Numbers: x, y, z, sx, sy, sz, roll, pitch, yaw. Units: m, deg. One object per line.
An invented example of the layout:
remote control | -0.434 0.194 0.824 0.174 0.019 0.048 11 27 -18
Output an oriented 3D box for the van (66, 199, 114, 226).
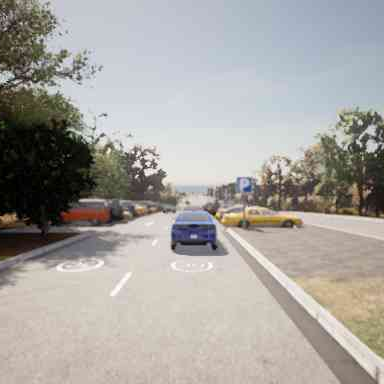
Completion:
van | -8.651 1.570 25.481 4.442 1.987 1.878 0 -2 0

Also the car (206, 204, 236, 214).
car | 4.552 2.718 53.106 4.674 1.452 2.002 0 -2 0

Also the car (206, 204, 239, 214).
car | 4.584 2.616 50.331 4.792 1.488 2.163 0 -2 0

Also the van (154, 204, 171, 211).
van | -8.396 4.381 94.779 4.442 1.987 1.878 0 -3 0

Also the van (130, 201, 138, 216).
van | -8.647 1.914 36.675 4.442 1.987 1.878 0 -2 0

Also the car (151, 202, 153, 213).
car | -8.521 2.505 47.743 4.892 1.521 2.231 0 -2 0

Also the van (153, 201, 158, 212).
van | -8.408 2.552 56.055 4.442 1.987 1.878 0 -2 0

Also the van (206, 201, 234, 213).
van | 4.672 2.544 55.890 4.442 1.987 1.878 0 -2 0

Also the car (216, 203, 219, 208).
car | 4.541 1.791 25.368 4.892 1.521 2.231 0 -2 0

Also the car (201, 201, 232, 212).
car | 4.529 2.716 61.424 5.566 2.045 2.435 0 -3 0

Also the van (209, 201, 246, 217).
van | 4.435 2.087 42.016 4.442 1.987 1.878 0 -2 0

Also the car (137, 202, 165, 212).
car | -8.492 3.127 69.753 5.566 2.045 2.435 0 -3 0

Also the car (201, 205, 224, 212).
car | 4.747 3.780 78.049 5.366 1.575 1.946 0 -3 0

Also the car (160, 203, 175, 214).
car | -3.556 2.772 53.337 1.994 1.385 4.181 0 -2 0

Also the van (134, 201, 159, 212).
van | -8.406 2.745 61.443 4.442 1.987 1.878 0 -2 0

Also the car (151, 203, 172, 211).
car | -8.486 4.220 92.014 5.566 2.045 2.435 0 -3 0

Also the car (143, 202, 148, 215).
car | -8.523 2.318 42.080 5.008 1.535 2.097 0 -2 0

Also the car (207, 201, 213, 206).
car | 4.577 1.787 33.693 5.566 2.045 2.435 0 -2 0

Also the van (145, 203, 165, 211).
van | -8.635 3.560 78.052 4.442 1.987 1.878 0 -3 0

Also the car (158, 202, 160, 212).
car | -8.529 2.869 58.817 5.008 1.535 2.097 0 -2 0

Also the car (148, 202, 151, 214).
car | -8.522 2.413 44.974 5.008 1.535 2.097 0 -2 0

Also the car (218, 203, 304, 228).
car | 4.731 1.719 22.600 5.366 1.575 1.946 0 -2 0

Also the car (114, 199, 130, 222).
car | -8.560 1.622 28.373 5.566 2.045 2.435 0 -2 0

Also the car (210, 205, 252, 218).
car | 4.548 2.261 39.233 4.674 1.452 2.002 0 -2 0

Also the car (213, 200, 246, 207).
car | 4.517 1.824 30.919 4.553 1.767 2.185 0 -2 0

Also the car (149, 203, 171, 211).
car | -8.487 4.084 89.247 5.566 2.045 2.435 0 -3 0

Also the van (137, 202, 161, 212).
van | -8.638 3.017 66.985 4.442 1.987 1.878 0 -3 0

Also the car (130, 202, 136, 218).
car | -8.346 1.956 31.132 5.366 1.575 1.946 0 -2 0

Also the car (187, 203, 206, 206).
car | 0.087 1.942 30.725 1.882 1.535 5.008 0 -2 0

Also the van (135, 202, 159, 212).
van | -8.639 2.888 64.343 4.442 1.987 1.878 0 -3 0

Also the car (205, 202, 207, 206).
car | 4.547 2.404 44.784 5.008 1.535 2.097 0 -2 0

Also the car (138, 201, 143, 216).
car | -8.498 2.105 39.440 4.553 1.767 2.185 0 -2 0

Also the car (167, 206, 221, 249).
car | 0.082 1.581 15.086 1.882 1.535 5.008 0 -1 0

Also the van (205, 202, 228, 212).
van | 4.674 2.877 64.195 4.442 1.987 1.878 0 -3 0
